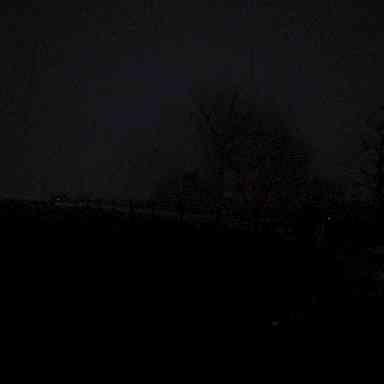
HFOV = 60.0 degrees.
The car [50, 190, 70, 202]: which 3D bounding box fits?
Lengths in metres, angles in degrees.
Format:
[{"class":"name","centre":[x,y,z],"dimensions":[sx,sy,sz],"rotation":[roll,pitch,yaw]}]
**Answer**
[{"class":"car","centre":[-22.302,0.676,56.205],"dimensions":[2.150,2.045,5.566],"rotation":[-1,1,-35]}]

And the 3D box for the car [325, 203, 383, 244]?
[{"class":"car","centre":[7.891,1.275,13.464],"dimensions":[2.097,1.767,4.553],"rotation":[-1,1,-35]}]
